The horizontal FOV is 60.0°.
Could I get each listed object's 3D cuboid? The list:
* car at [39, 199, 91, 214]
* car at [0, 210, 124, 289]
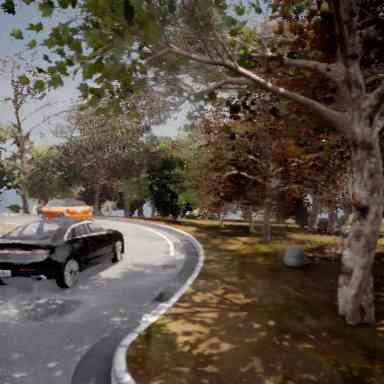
[{"bbox_3d":[-9.094,1.312,23.686,4.553,1.767,2.097,0,0,43],"label":"car"},{"bbox_3d":[-3.444,1.473,9.243,2.128,1.511,4.902,0,0,10],"label":"car"}]
